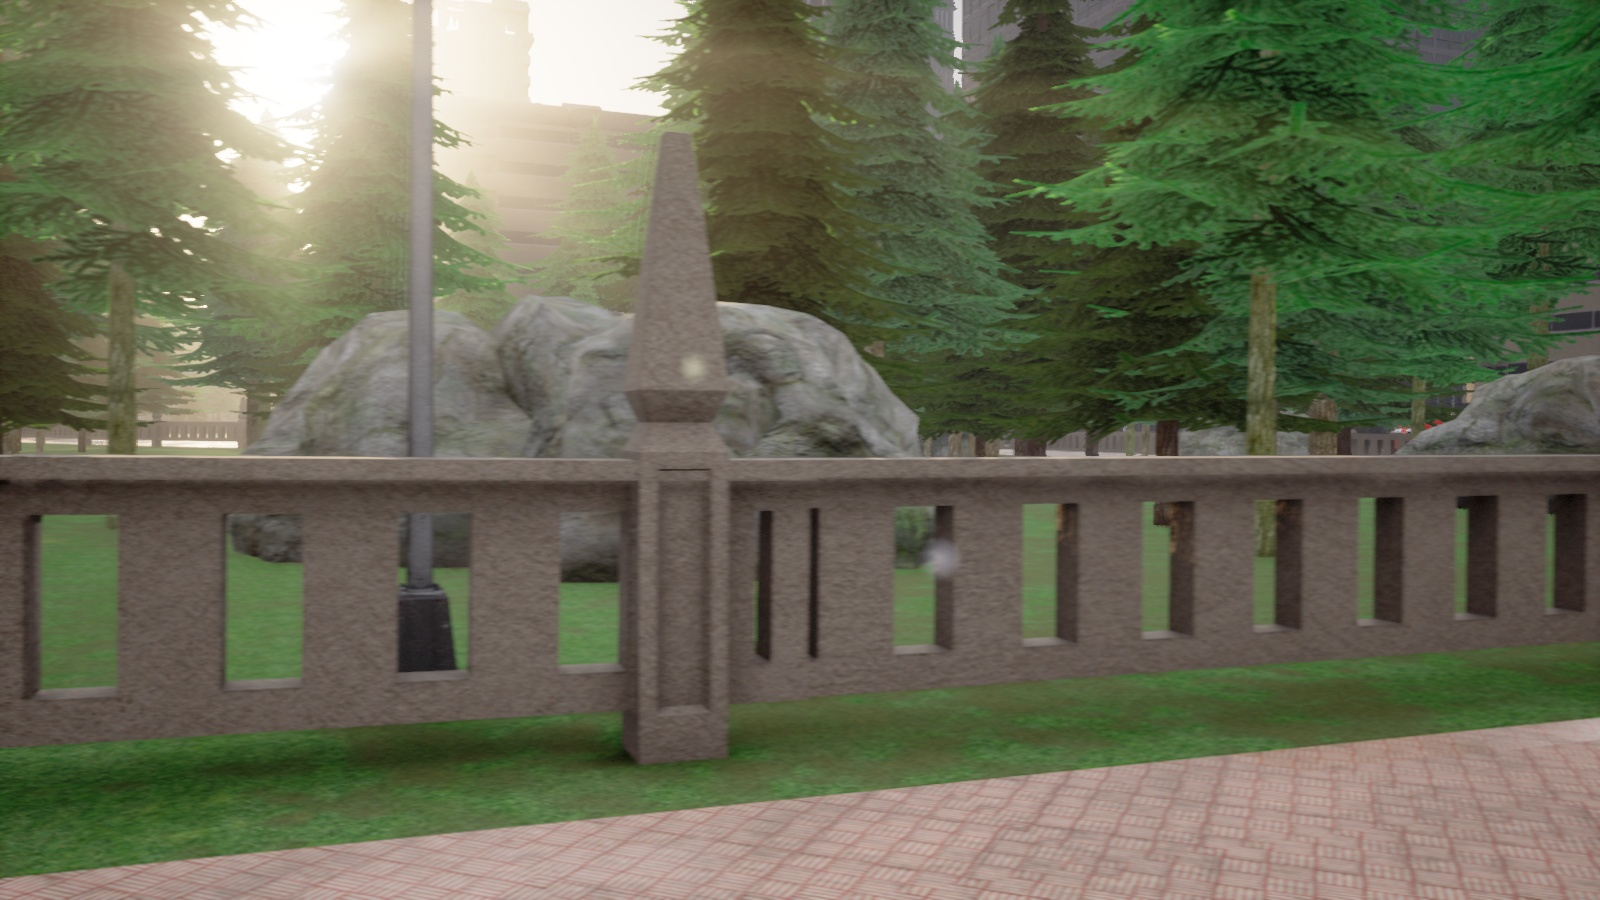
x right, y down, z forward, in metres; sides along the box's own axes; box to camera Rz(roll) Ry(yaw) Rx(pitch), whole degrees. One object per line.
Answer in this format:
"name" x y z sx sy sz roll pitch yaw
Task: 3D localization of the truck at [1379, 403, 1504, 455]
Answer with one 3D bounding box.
"truck" 32.181 -1.065 63.177 2.627 2.467 5.204 -1 1 -21
